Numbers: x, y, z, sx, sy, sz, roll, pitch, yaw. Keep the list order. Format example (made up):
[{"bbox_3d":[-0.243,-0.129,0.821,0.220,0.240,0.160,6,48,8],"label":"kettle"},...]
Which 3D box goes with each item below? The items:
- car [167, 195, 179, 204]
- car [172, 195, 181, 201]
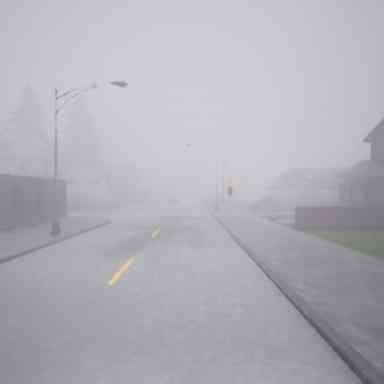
[{"bbox_3d":[-3.994,1.572,70.254,2.150,2.045,5.566,0,0,0],"label":"car"},{"bbox_3d":[-3.993,1.514,85.714,2.128,1.511,4.902,0,0,0],"label":"car"}]
